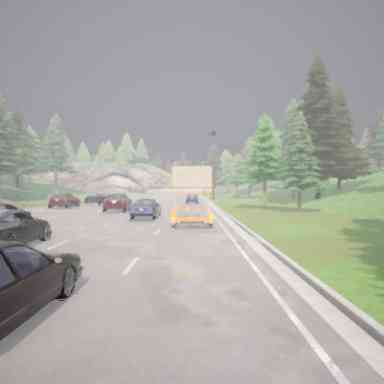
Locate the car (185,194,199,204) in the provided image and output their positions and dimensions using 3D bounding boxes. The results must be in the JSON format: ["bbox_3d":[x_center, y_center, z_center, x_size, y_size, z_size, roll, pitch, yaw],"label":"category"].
[{"bbox_3d":[0.021,0.886,47.180,2.033,1.411,5.357,0,1,0],"label":"car"}]

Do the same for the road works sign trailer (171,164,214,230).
[{"bbox_3d":[0.006,0.198,18.926,2.380,3.560,2.880,0,1,0],"label":"road works sign trailer"}]

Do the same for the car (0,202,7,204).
[{"bbox_3d":[-10.395,1.275,17.841,1.812,1.442,4.674,0,1,0],"label":"car"}]

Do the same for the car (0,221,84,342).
[{"bbox_3d":[-3.401,1.475,5.090,2.033,1.411,5.357,0,1,1],"label":"car"}]

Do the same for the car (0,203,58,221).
[{"bbox_3d":[-6.896,1.354,12.205,1.812,1.442,4.674,0,1,0],"label":"car"}]

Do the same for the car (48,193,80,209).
[{"bbox_3d":[-13.989,0.840,36.600,2.097,1.767,4.553,0,1,0],"label":"car"}]

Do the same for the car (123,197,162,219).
[{"bbox_3d":[-3.388,1.199,24.780,2.033,1.411,5.357,0,1,0],"label":"car"}]

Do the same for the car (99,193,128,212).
[{"bbox_3d":[-6.891,0.910,31.481,2.097,1.767,4.553,0,1,0],"label":"car"}]

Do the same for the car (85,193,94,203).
[{"bbox_3d":[-13.972,0.855,47.859,1.812,1.442,4.674,0,1,0],"label":"car"}]

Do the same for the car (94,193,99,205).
[{"bbox_3d":[-10.387,0.921,41.798,1.837,1.490,4.892,0,1,0],"label":"car"}]
